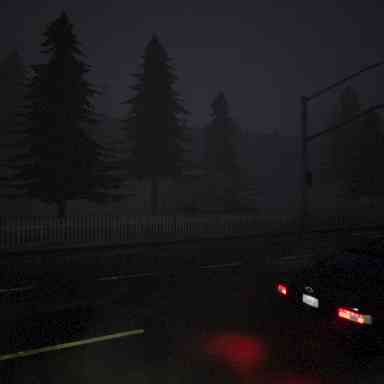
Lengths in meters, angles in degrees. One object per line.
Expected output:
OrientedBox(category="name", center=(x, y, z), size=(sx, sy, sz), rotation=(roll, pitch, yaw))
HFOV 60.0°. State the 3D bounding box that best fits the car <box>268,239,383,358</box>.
OrientedBox(category="car", center=(3.891, 1.547, 5.698), size=(5.357, 1.411, 2.033), rotation=(0, 0, -26))
